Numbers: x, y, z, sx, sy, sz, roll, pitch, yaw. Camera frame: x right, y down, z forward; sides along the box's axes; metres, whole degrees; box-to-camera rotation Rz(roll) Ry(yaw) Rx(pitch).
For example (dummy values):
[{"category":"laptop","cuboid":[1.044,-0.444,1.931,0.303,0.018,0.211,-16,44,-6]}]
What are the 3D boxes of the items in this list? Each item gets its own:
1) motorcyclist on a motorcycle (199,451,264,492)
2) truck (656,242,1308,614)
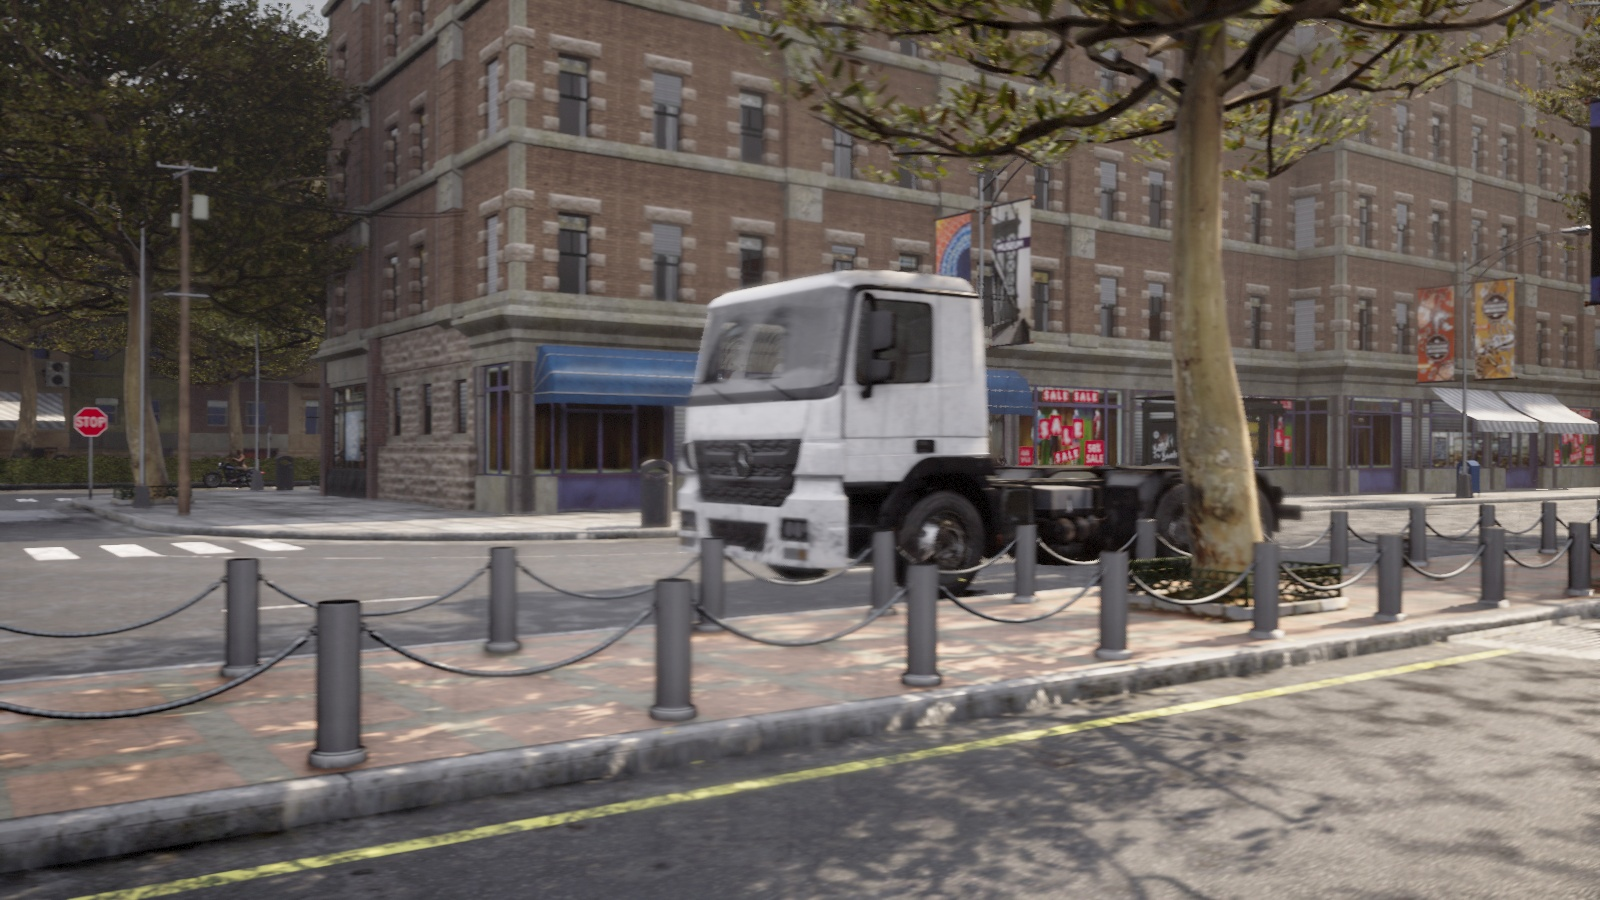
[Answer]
[{"category":"motorcyclist on a motorcycle","cuboid":[-23.479,0.872,51.887,2.350,1.649,0.766,0,0,-36]},{"category":"truck","cuboid":[2.472,-0.205,15.131,7.936,3.462,2.891,0,0,-35]}]
